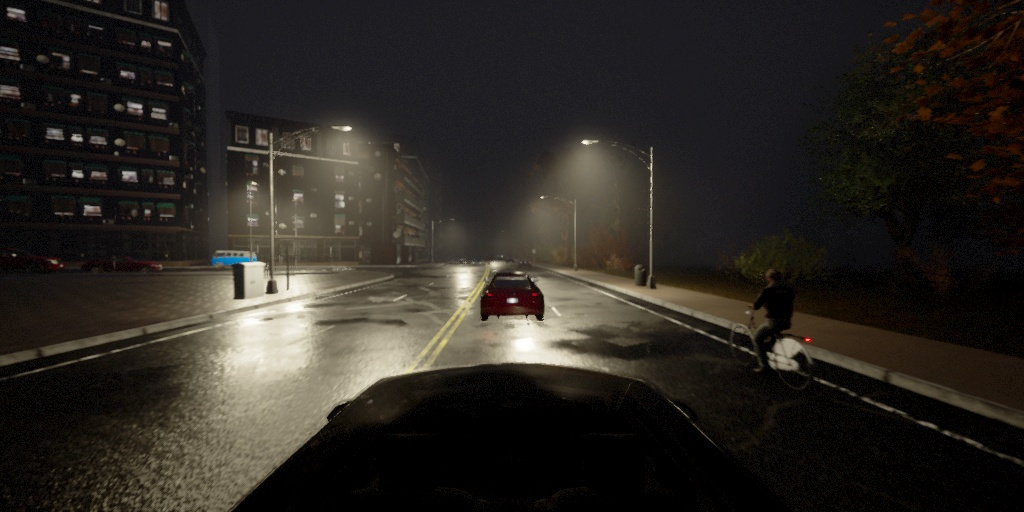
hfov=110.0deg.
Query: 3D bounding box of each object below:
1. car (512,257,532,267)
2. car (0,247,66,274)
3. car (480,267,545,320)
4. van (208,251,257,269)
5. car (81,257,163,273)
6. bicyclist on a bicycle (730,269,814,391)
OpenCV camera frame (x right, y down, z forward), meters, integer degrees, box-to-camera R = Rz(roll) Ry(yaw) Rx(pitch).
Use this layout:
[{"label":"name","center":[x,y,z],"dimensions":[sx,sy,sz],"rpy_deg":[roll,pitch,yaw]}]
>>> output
[{"label":"car","center":[1.596,0.906,49.704],"dimensions":[2.033,1.411,5.357],"rpy_deg":[0,1,-4]},{"label":"car","center":[-33.961,0.354,23.999],"dimensions":[5.009,1.841,2.192],"rpy_deg":[0,0,-32]},{"label":"car","center":[-0.021,1.231,12.267],"dimensions":[1.994,1.385,4.181],"rpy_deg":[0,0,-1]},{"label":"van","center":[-28.692,0.381,37.101],"dimensions":[3.998,1.789,1.690],"rpy_deg":[0,0,-32]},{"label":"car","center":[-29.169,0.681,26.957],"dimensions":[4.207,1.307,1.802],"rpy_deg":[0,0,-32]},{"label":"bicyclist on a bicycle","center":[4.107,1.086,5.838],"dimensions":[0.659,1.776,1.843],"rpy_deg":[0,1,0]}]
